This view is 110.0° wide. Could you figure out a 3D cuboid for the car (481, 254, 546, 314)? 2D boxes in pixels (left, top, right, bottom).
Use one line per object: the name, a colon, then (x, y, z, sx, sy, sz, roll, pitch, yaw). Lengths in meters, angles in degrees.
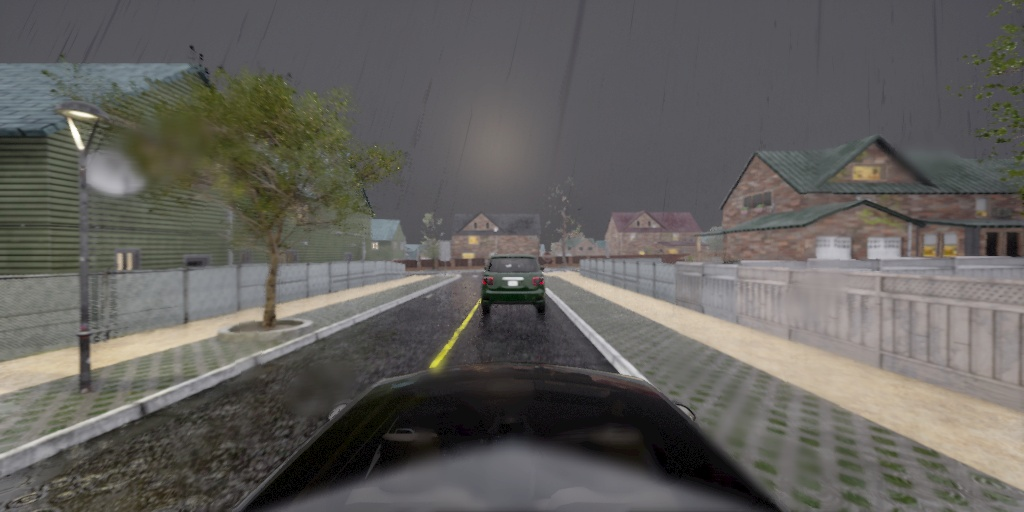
car: (0.088, 0.939, 13.731, 2.150, 2.045, 5.566, 0, 0, 1)
